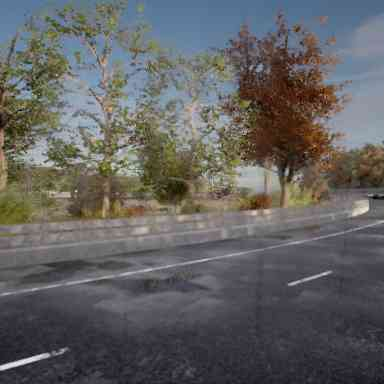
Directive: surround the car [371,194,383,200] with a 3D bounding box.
[{"bbox_3d":[46.664,1.286,82.998,1.882,1.535,5.008,0,0,4],"label":"car"}]
